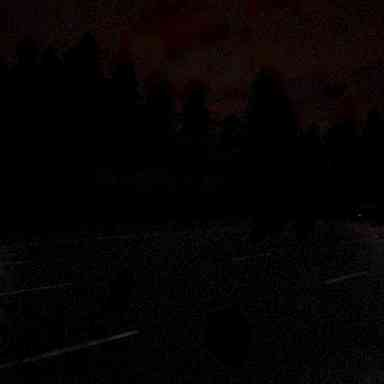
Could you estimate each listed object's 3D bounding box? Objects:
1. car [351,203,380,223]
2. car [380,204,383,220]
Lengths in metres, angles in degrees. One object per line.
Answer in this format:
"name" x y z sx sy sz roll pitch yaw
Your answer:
"car" 15.137 1.670 27.451 5.008 1.535 1.882 0 0 -36
"car" 15.540 1.685 23.438 4.892 1.490 1.837 0 0 -36
